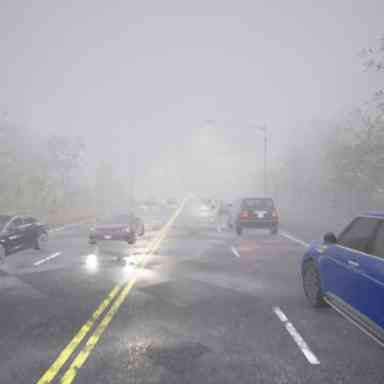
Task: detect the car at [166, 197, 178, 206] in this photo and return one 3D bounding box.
[{"bbox_3d":[-3.356,1.524,56.449,2.033,1.411,5.357,0,0,0],"label":"car"}]

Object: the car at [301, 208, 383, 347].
[{"bbox_3d":[3.363,1.225,4.681,2.150,2.045,5.566,0,0,0],"label":"car"}]

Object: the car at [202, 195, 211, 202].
[{"bbox_3d":[3.137,1.451,75.151,1.812,1.442,4.674,0,0,0],"label":"car"}]

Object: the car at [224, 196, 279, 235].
[{"bbox_3d":[3.359,1.232,19.021,2.150,2.045,5.566,0,0,0],"label":"car"}]

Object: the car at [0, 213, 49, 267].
[{"bbox_3d":[-6.599,1.497,11.321,2.128,1.511,4.902,0,0,0],"label":"car"}]

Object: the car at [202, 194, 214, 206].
[{"bbox_3d":[3.210,1.327,53.112,2.097,1.767,4.553,0,0,0],"label":"car"}]

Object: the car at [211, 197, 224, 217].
[{"bbox_3d":[3.256,1.494,31.121,2.128,1.511,4.902,0,0,0],"label":"car"}]

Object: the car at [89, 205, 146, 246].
[{"bbox_3d":[-3.349,1.533,15.547,1.812,1.442,4.674,0,0,0],"label":"car"}]

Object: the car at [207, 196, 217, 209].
[{"bbox_3d":[3.244,1.595,42.170,1.895,1.301,4.718,0,0,0],"label":"car"}]

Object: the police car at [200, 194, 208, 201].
[{"bbox_3d":[3.102,1.399,86.154,2.038,1.542,4.974,0,0,0],"label":"police car"}]

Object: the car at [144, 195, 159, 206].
[{"bbox_3d":[-6.602,1.332,54.561,2.097,1.767,4.553,0,0,0],"label":"car"}]

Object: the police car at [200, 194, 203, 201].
[{"bbox_3d":[3.176,1.374,64.257,1.930,1.638,5.238,0,0,0],"label":"police car"}]
